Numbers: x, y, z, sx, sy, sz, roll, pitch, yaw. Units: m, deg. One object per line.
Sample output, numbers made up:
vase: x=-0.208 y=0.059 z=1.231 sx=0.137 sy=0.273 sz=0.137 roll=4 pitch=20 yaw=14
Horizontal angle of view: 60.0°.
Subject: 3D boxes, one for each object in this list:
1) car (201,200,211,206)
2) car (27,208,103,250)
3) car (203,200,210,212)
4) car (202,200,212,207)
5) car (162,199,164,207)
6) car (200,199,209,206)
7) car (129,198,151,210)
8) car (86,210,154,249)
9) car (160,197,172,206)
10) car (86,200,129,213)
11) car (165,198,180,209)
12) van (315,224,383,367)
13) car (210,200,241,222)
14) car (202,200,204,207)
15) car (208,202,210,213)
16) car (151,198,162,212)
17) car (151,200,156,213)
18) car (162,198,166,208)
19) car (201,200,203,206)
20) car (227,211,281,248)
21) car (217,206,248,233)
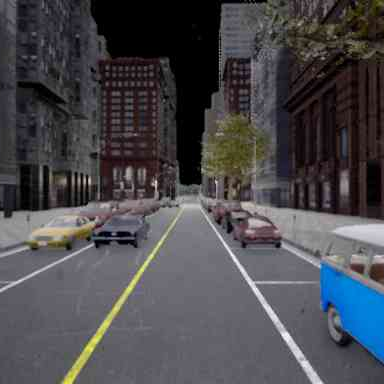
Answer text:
car: x=2.891 y=2.353 z=71.549 sx=1.947 sy=1.339 sz=4.313 roll=0 pitch=-1 yaw=0
car: x=-5.661 y=1.667 z=15.004 sx=1.752 sy=1.417 sz=4.829 roll=0 pitch=-1 yaw=0
car: x=2.878 y=2.019 z=43.354 sx=1.947 sy=1.339 sz=4.313 roll=0 pitch=-1 yaw=0
car: x=2.888 y=2.300 z=65.910 sx=1.802 sy=1.307 sz=4.206 roll=0 pitch=-1 yaw=0
car: x=-5.644 y=2.061 z=49.004 sx=1.887 sy=1.381 sz=4.507 roll=0 pitch=-1 yaw=0
car: x=2.894 y=2.426 z=77.189 sx=1.947 sy=1.339 sz=4.313 roll=0 pitch=-1 yaw=0
car: x=-5.653 y=1.643 z=32.091 sx=2.192 sy=1.841 sz=5.009 roll=0 pitch=-1 yaw=0
car: x=-3.094 y=1.746 z=15.413 sx=1.895 sy=1.301 sz=4.718 roll=0 pitch=-1 yaw=0
car: x=-5.635 y=2.102 z=71.559 sx=2.192 sy=1.841 sz=5.009 roll=0 pitch=-1 yaw=0
car: x=-5.659 y=1.518 z=20.813 sx=2.192 sy=1.841 sz=5.009 roll=0 pitch=-1 yaw=0
car: x=-3.033 y=2.109 z=56.529 sx=1.837 sy=1.490 sz=4.892 roll=0 pitch=-1 yaw=0
van: x=2.859 y=1.377 z=3.882 sx=1.690 sy=1.788 sz=3.998 roll=0 pitch=-1 yaw=0
car: x=2.869 y=1.580 z=26.439 sx=2.192 sy=1.841 sz=5.009 roll=0 pitch=-1 yaw=0
car: x=2.880 y=2.044 z=49.164 sx=1.752 sy=1.417 sz=4.829 roll=0 pitch=-1 yaw=0
car: x=2.872 y=1.872 z=32.076 sx=1.887 sy=1.381 sz=4.507 roll=0 pitch=-1 yaw=0
car: x=-5.648 y=1.768 z=43.367 sx=2.192 sy=1.841 sz=5.009 roll=0 pitch=-1 yaw=0
car: x=-5.650 y=1.956 z=37.727 sx=1.947 sy=1.339 sz=4.313 roll=0 pitch=-1 yaw=0
car: x=-5.640 y=2.214 z=60.281 sx=1.947 sy=1.339 sz=4.313 roll=0 pitch=-1 yaw=0
car: x=2.883 y=2.164 z=54.632 sx=1.802 sy=1.307 sz=4.206 roll=0 pitch=-1 yaw=0
car: x=2.864 y=1.725 z=15.159 sx=1.802 sy=1.307 sz=4.206 roll=0 pitch=-1 yaw=0
car: x=2.866 y=1.769 z=20.796 sx=1.947 sy=1.339 sz=4.313 roll=0 pitch=-1 yaw=0
